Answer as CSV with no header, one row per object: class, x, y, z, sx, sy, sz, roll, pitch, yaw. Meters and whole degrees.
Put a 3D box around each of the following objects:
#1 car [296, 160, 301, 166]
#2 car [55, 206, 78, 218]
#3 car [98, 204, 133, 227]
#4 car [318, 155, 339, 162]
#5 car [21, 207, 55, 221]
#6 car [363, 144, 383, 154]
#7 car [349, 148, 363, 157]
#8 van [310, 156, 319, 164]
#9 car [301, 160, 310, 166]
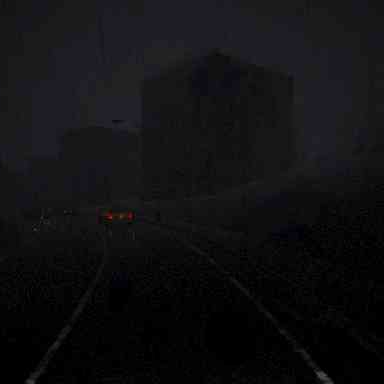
car,24.948,-6.116,74.364,2.435,2.045,5.566,0,1,2
car,-15.363,2.328,39.551,2.033,1.411,5.357,-2,-1,-41
car,-5.850,1.706,24.857,1.801,1.575,5.366,-1,-1,-24
car,24.376,-5.497,57.856,2.231,1.521,4.892,0,1,2
car,-16.783,2.333,35.568,2.033,1.411,5.357,-2,-1,-39
car,23.803,-5.214,41.330,2.185,1.767,4.553,0,1,2
car,23.995,-5.354,46.846,2.185,1.767,4.553,0,1,2
van,24.562,-5.849,63.243,1.878,1.987,4.442,0,1,2
car,24.759,-5.709,68.887,2.002,1.452,4.674,0,1,2
